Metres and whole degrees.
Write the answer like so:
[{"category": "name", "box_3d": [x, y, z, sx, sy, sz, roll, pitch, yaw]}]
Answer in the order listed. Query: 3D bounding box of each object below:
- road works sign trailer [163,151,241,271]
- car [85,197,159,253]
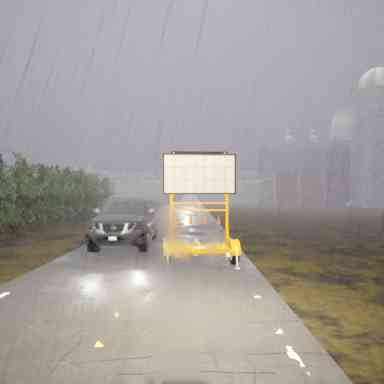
[{"category": "road works sign trailer", "box_3d": [0.231, 0.471, 11.005, 2.380, 3.560, 2.880, 0, 0, -4]}, {"category": "car", "box_3d": [-2.695, 1.234, 14.087, 2.150, 2.045, 5.566, 0, 0, 0]}]
